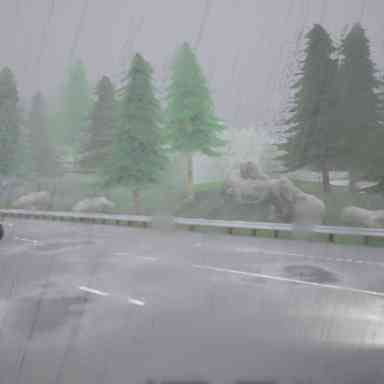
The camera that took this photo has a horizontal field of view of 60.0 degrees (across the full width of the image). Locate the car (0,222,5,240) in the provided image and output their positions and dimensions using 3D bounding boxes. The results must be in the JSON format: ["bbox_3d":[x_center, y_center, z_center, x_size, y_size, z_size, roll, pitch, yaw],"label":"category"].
[{"bbox_3d":[-10.876,1.630,16.038,4.181,1.385,1.994,0,0,35],"label":"car"}]
